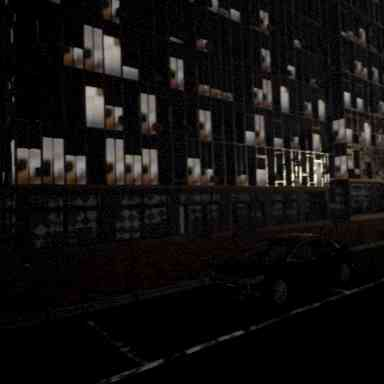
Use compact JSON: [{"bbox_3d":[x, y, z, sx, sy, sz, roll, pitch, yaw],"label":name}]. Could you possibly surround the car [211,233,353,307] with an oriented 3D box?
[{"bbox_3d":[2.437,1.777,8.492,4.403,1.369,2.008,-1,-2,-37],"label":"car"}]
